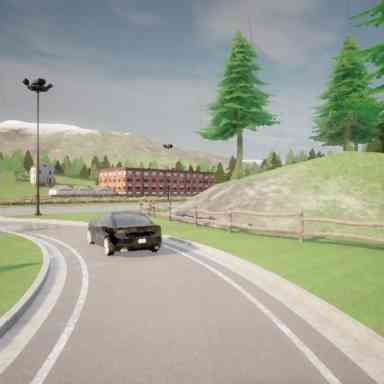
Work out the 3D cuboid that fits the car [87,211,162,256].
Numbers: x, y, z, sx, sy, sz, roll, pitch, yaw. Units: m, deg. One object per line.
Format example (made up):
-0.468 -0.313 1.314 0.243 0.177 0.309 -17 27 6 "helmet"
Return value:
-2.848 1.483 13.306 1.882 1.535 5.008 0 0 -28 "car"
